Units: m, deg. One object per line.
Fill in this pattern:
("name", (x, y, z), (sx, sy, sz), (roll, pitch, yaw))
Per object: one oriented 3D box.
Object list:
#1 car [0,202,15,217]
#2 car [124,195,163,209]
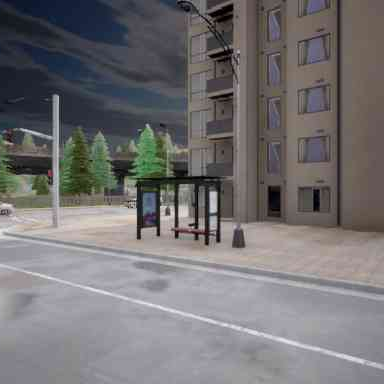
("car", (-17.897, 1.470, 28.759), (1.812, 1.442, 4.674), (0, 0, 34))
("car", (-6.354, 1.165, 44.170), (2.150, 2.045, 5.566), (0, 0, 40))
